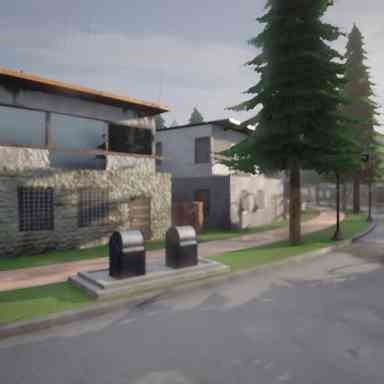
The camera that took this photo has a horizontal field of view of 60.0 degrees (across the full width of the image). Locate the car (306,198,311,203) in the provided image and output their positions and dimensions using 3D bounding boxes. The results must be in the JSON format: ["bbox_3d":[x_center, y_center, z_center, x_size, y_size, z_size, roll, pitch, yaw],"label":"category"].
[{"bbox_3d":[21.041,1.482,64.191,1.895,1.301,4.718,0,0,-12],"label":"car"}]
